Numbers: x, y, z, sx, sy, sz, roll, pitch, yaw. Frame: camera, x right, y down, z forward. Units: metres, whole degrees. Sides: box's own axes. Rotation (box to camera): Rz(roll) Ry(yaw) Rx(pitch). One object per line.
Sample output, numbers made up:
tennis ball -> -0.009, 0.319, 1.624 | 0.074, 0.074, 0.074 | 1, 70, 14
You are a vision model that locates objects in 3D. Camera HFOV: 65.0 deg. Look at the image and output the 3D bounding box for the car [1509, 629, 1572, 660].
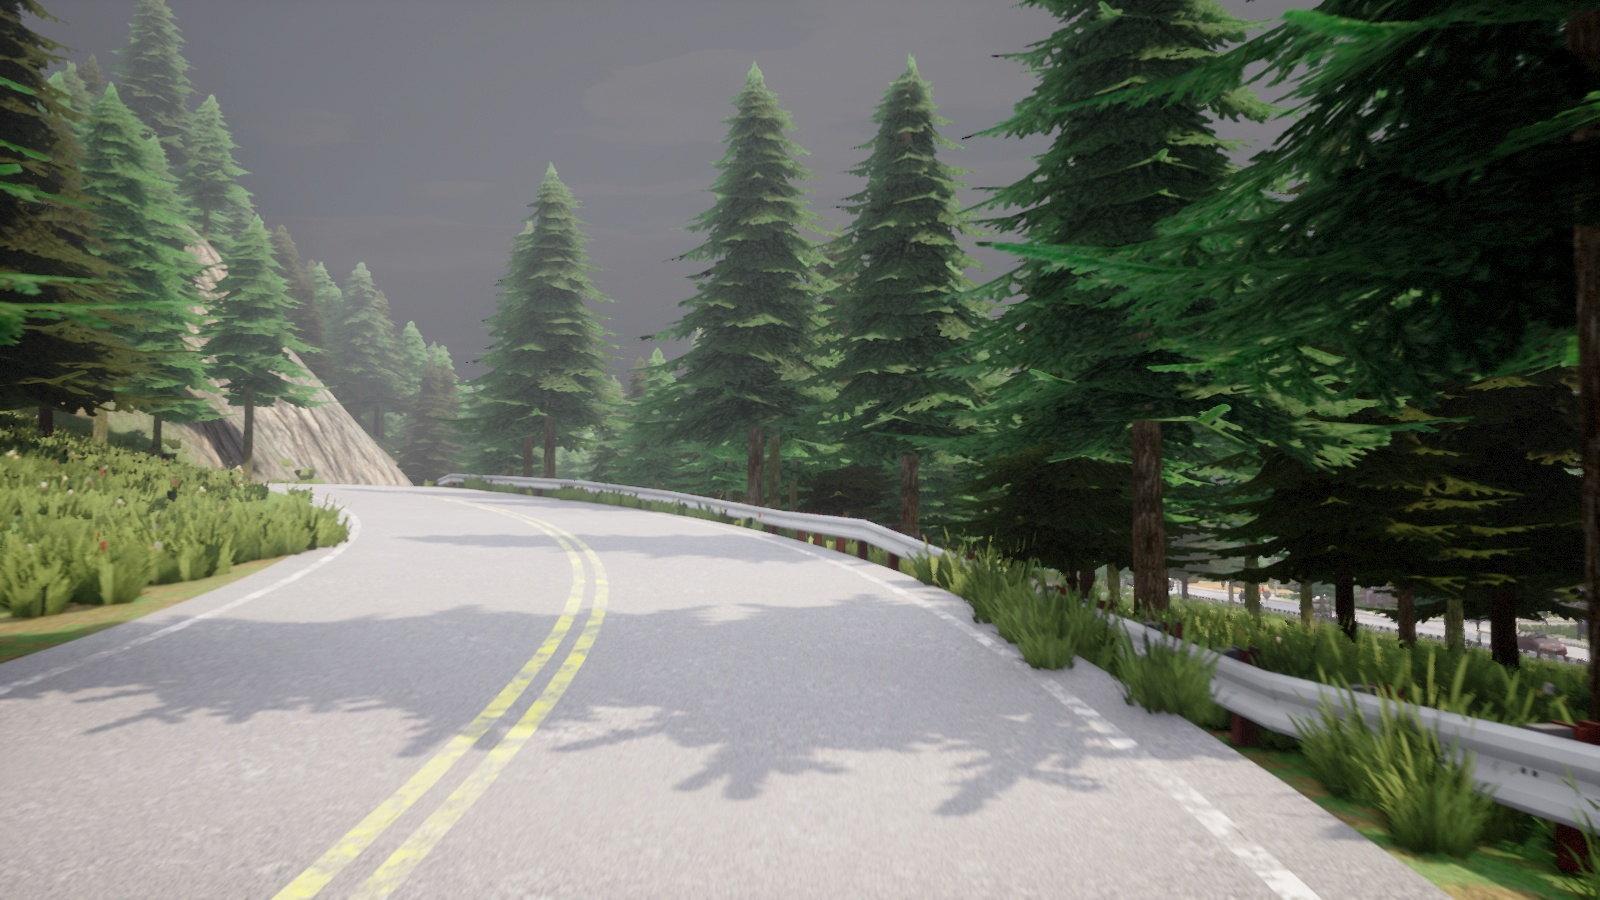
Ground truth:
car -> 47.532, 12.480, 80.716 | 1.851, 1.617, 3.988 | 0, -4, 4
